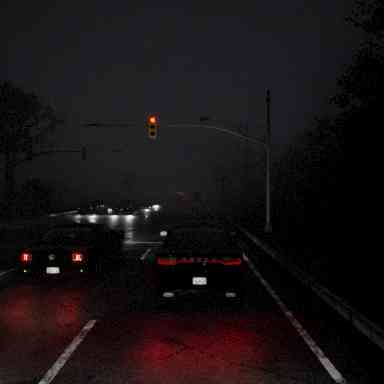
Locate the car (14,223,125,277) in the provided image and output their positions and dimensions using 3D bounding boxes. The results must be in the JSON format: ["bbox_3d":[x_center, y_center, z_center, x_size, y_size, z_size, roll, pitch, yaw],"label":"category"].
[{"bbox_3d":[-3.368,1.601,10.241,1.895,1.301,4.718,0,0,-1],"label":"car"}]

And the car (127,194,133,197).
[{"bbox_3d":[-10.114,1.478,46.508,1.882,1.535,5.008,0,0,1],"label":"car"}]

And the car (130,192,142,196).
[{"bbox_3d":[-9.959,1.117,58.263,2.150,2.045,5.566,0,2,1],"label":"car"}]

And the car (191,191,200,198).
[{"bbox_3d":[0.848,0.561,77.644,1.895,1.301,4.718,0,3,1],"label":"car"}]

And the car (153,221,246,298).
[{"bbox_3d":[0.157,1.478,8.564,1.882,1.535,5.008,0,0,0],"label":"car"}]

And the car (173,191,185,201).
[{"bbox_3d":[-2.779,1.070,66.912,2.033,1.411,5.357,0,3,1],"label":"car"}]

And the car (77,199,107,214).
[{"bbox_3d":[-10.379,1.507,35.005,1.837,1.490,4.892,0,0,4],"label":"car"}]

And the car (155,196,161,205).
[{"bbox_3d":[-6.470,1.406,57.646,2.128,1.511,4.902,0,1,1],"label":"car"}]

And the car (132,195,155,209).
[{"bbox_3d":[-6.627,1.526,45.649,1.812,1.442,4.674,0,0,1],"label":"car"}]

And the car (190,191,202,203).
[{"bbox_3d":[0.788,0.873,64.263,2.150,2.045,5.566,0,2,1],"label":"car"}]

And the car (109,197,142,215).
[{"bbox_3d":[-6.761,1.507,34.398,1.837,1.490,4.892,0,0,1],"label":"car"}]

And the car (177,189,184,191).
[{"bbox_3d":[-2.656,0.174,77.289,2.097,1.767,4.553,0,3,1],"label":"car"}]
